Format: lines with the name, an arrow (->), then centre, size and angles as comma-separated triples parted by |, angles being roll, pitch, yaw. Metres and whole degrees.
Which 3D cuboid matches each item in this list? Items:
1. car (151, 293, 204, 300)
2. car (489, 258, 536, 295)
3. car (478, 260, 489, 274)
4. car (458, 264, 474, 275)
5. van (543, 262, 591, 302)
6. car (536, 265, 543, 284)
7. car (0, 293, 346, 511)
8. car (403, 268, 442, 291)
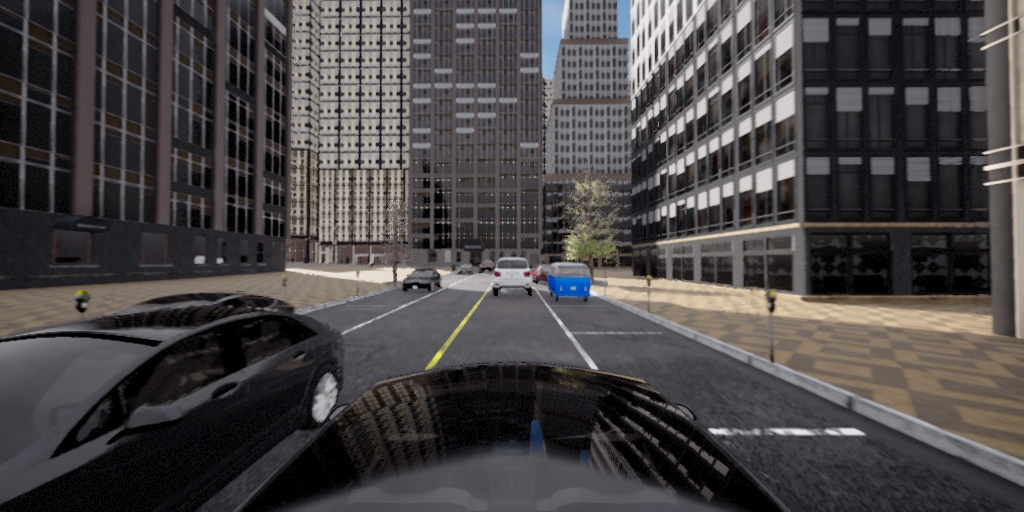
car -> -5.692, 1.351, 6.312 | 1.948, 1.339, 4.313 | 0, 0, 0
car -> 0.082, 1.120, 21.133 | 2.150, 2.045, 5.566 | 0, -1, 2
car -> -3.013, 1.238, 44.669 | 2.097, 1.767, 4.553 | 0, 0, 0
car -> -5.832, 1.636, 45.808 | 2.007, 1.370, 4.403 | 0, 0, 0
van -> 2.687, 1.214, 17.594 | 1.690, 1.789, 3.998 | 0, 0, 0
car -> 2.683, 1.399, 28.876 | 1.967, 1.591, 4.097 | 0, 0, 0
car -> -3.101, 1.264, 2.841 | 1.837, 1.490, 4.892 | 0, 0, 0
car -> -5.697, 1.482, 23.240 | 1.948, 1.339, 4.313 | 0, 0, 0
